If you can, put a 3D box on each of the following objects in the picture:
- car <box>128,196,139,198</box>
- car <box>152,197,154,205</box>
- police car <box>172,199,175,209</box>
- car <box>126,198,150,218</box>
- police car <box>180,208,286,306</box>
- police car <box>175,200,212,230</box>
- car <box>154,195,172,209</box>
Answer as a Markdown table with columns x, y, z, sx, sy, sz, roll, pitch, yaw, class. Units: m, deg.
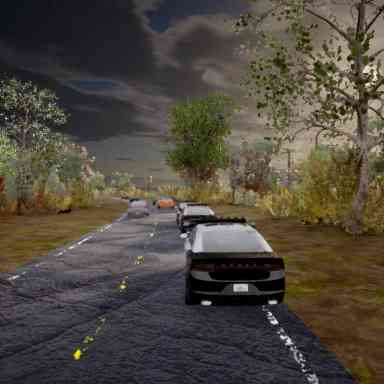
| x | y | z | sx | sy | sz | roll | pitch | yaw | class |
| --- | --- | --- | --- | --- | --- | --- | --- | --- | --- |
| -12.309 | 1.594 | 72.079 | 1.895 | 1.301 | 4.718 | 0 | 0 | -14 | car |
| -5.860 | 1.346 | 57.952 | 2.097 | 1.767 | 4.553 | 0 | 0 | -12 | car |
| -0.221 | 1.423 | 24.340 | 1.930 | 1.638 | 5.238 | 0 | 0 | -5 | police car |
| -4.776 | 1.524 | 30.014 | 1.812 | 1.442 | 4.674 | 0 | 0 | -6 | car |
| 0.745 | 1.425 | 8.244 | 1.930 | 1.638 | 5.238 | 0 | 0 | -2 | police car |
| 0.241 | 1.424 | 18.310 | 1.930 | 1.638 | 5.238 | 0 | 0 | -4 | police car |
| -3.686 | 1.348 | 45.655 | 2.097 | 1.767 | 4.553 | 0 | 0 | -9 | car |
